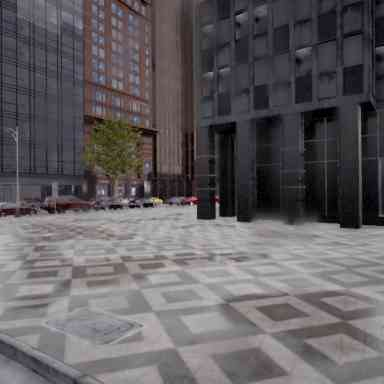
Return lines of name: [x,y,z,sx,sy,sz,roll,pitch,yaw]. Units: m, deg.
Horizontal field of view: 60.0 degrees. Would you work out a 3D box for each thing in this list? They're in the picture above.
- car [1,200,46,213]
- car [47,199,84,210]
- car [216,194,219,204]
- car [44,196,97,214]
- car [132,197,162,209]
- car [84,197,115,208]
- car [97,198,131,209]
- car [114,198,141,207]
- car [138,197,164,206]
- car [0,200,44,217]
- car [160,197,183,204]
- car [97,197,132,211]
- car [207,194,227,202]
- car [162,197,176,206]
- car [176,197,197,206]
car: [-19.848,1.643,39.346,1.947,1.339,4.313,-1,0,35]
car: [-16.641,1.643,43.984,1.802,1.307,4.206,-1,0,35]
car: [3.193,1.223,57.687,2.192,1.841,5.009,-1,0,35]
car: [-12.841,1.291,34.496,2.192,1.841,5.009,-1,0,35]
car: [-6.426,1.510,43.770,1.947,1.339,4.313,-1,0,35]
car: [-13.436,1.485,48.623,1.967,1.590,4.097,-1,0,35]
car: [-10.970,1.537,47.328,1.812,1.442,4.674,-1,-1,35]
car: [-10.227,1.614,53.262,1.802,1.307,4.206,-1,0,35]
car: [-7.117,1.545,57.760,1.752,1.417,4.829,-1,0,35]
car: [-16.045,1.577,29.857,1.802,1.307,4.206,-1,0,35]
car: [-3.813,1.575,62.539,1.947,1.339,4.313,-1,0,35]
car: [-9.632,1.525,39.133,1.947,1.339,4.313,-1,0,35]
car: [5.807,1.297,76.456,2.192,1.841,5.009,-1,0,35]
car: [-2.021,1.496,54.741,2.033,1.411,5.357,-1,0,35]
car: [-0.012,1.463,53.047,1.887,1.381,4.507,-1,0,35]
